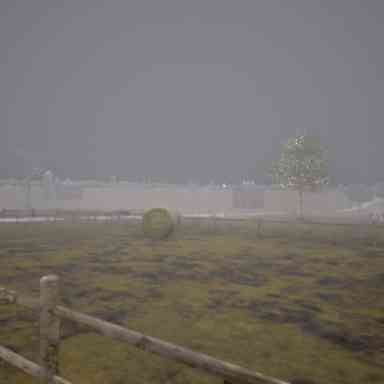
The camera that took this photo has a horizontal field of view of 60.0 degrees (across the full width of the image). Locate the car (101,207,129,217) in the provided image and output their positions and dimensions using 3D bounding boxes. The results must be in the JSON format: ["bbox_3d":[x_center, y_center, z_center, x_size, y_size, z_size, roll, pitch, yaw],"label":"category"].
[{"bbox_3d":[-12.858,3.328,55.718,1.882,1.535,5.008,0,-3,35],"label":"car"}]
